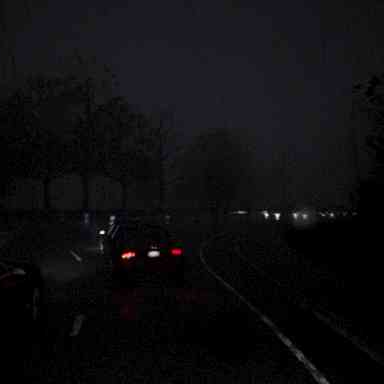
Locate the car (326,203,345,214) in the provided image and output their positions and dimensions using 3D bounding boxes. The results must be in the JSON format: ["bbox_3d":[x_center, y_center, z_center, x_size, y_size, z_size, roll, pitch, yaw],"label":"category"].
[{"bbox_3d":[21.365,2.570,50.859,1.994,1.385,4.181,0,-2,41],"label":"car"}]

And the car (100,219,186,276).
[{"bbox_3d":[-1.796,1.580,10.558,2.033,1.411,5.357,0,0,-20],"label":"car"}]

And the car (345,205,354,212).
[{"bbox_3d":[28.139,2.916,58.547,1.812,1.442,4.674,0,-2,41],"label":"car"}]

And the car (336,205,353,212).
[{"bbox_3d":[30.664,3.284,66.846,1.895,1.301,4.718,0,-2,41],"label":"car"}]

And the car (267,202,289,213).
[{"bbox_3d":[12.084,2.113,45.567,1.882,1.535,5.008,0,-2,42],"label":"car"}]

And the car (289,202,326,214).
[{"bbox_3d":[15.304,2.211,43.924,2.033,1.411,5.357,0,-2,42],"label":"car"}]

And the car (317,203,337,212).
[{"bbox_3d":[24.107,2.821,59.255,1.837,1.490,4.892,0,-2,41],"label":"car"}]

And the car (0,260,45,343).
[{"bbox_3d":[-3.423,1.502,4.178,2.128,1.511,4.902,0,0,-6],"label":"car"}]

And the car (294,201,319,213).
[{"bbox_3d":[18.105,2.327,52.421,2.097,1.767,4.553,0,-2,41],"label":"car"}]
